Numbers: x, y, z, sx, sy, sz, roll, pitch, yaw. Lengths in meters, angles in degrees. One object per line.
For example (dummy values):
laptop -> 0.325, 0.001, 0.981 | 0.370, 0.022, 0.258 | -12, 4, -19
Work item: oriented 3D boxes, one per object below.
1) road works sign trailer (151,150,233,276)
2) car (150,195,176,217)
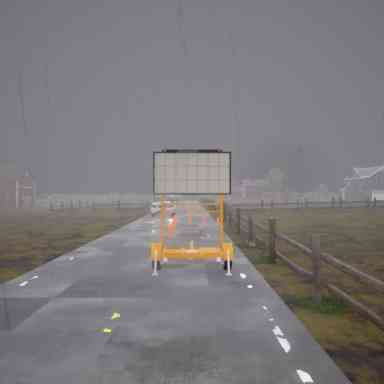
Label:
road works sign trailer -> 0.003, 0.481, 10.425 | 2.380, 3.560, 2.880 | 0, 0, 0
car -> -2.741, 1.346, 32.722 | 2.150, 2.045, 5.566 | 0, 0, 0
